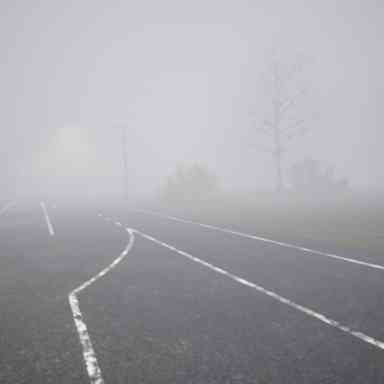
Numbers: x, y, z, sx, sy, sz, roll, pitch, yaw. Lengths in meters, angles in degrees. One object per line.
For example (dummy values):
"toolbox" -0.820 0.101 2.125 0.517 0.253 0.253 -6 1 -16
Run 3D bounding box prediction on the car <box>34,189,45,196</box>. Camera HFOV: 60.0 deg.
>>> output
"car" -33.792 0.130 73.700 1.812 1.442 4.674 -2 2 -18
